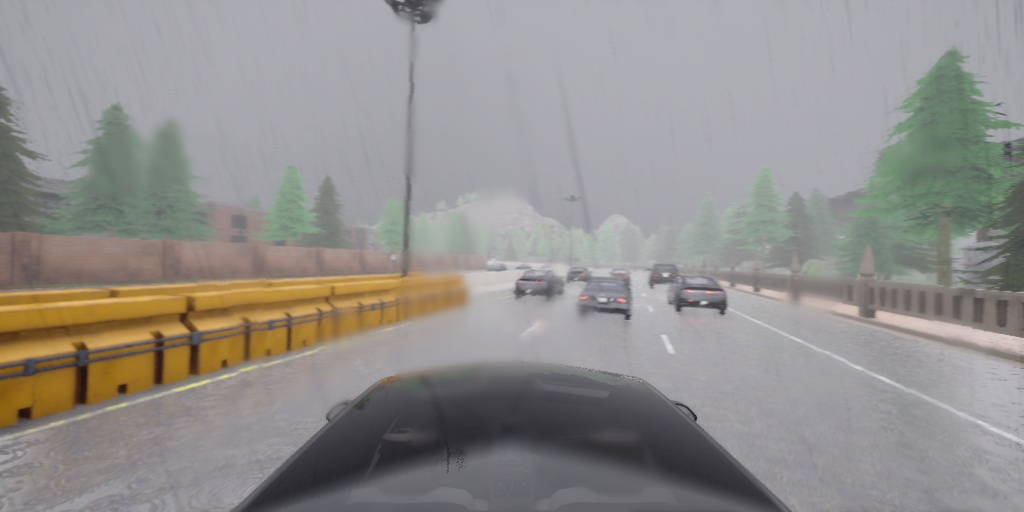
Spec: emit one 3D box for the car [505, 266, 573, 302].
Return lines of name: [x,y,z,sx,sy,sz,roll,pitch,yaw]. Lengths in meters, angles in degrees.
car: [1.582,1.468,18.660,2.128,1.511,4.902,1,-1,18]

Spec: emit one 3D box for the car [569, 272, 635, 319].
car: [3.786,1.539,14.192,2.033,1.411,5.357,1,-1,18]

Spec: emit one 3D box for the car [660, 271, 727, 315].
car: [8.025,1.622,15.851,2.128,1.511,4.902,1,-1,18]

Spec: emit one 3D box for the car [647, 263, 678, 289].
car: [12.580,1.636,29.913,2.150,2.045,5.566,1,0,18]

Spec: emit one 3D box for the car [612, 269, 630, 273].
car: [9.882,1.893,32.939,1.812,1.442,4.674,1,-1,18]

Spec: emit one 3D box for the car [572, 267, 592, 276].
car: [6.276,1.772,33.168,1.837,1.490,4.892,1,0,18]

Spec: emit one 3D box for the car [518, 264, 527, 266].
car: [1.632,1.915,53.861,1.994,1.385,4.181,1,-1,17]

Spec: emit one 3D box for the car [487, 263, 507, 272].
car: [-2.140,1.763,53.417,1.812,1.442,4.674,1,-1,17]
